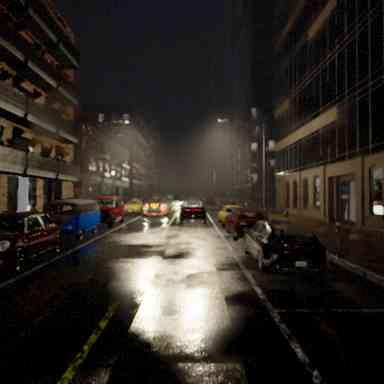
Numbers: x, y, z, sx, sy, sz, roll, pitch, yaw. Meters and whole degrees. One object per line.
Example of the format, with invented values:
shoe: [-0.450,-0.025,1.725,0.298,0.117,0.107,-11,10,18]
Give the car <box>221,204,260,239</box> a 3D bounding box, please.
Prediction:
car: [2.659,1.483,15.985,1.887,1.381,4.507,1,0,0]

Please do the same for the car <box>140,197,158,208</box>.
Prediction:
car: [-5.712,1.377,44.591,1.887,1.381,4.507,1,0,0]

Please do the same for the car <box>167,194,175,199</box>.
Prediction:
car: [-5.750,1.205,90.001,1.752,1.417,4.829,1,0,0]

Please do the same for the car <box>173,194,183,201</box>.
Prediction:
car: [-3.059,1.229,70.945,1.837,1.490,4.892,0,0,0]

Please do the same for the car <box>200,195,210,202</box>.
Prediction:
car: [2.615,1.296,67.267,1.887,1.381,4.507,1,0,0]

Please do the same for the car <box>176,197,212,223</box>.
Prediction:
car: [0.080,1.396,24.502,2.128,1.511,4.902,0,0,0]

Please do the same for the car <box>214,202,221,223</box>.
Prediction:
car: [2.654,1.441,21.853,1.752,1.417,4.829,1,0,0]

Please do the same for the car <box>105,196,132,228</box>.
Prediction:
car: [-5.688,1.231,21.800,2.192,1.841,5.009,1,0,0]

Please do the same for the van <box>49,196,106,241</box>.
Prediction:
van: [-5.684,1.279,16.103,1.690,1.788,3.998,1,0,0]

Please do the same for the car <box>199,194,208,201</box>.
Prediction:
car: [2.606,1.259,78.661,1.887,1.381,4.507,1,0,0]

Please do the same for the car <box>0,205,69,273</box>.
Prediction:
car: [-5.681,1.400,10.406,1.967,1.590,4.097,1,0,0]

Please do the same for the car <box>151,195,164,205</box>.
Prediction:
car: [-5.721,1.317,55.817,1.752,1.417,4.829,1,0,0]

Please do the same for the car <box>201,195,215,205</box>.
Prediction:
car: [2.629,1.394,50.171,1.802,1.307,4.206,1,0,0]

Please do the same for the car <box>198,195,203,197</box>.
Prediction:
car: [0.055,1.444,41.478,1.895,1.301,4.718,0,0,0]

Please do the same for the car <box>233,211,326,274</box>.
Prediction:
car: [2.664,1.511,10.288,2.008,1.369,4.403,1,0,0]

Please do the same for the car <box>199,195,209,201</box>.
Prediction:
car: [2.611,1.283,72.964,2.008,1.369,4.403,1,0,0]

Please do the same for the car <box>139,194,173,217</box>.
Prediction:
car: [-3.121,1.238,29.659,2.097,1.767,4.553,0,0,0]

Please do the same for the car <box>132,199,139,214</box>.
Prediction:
car: [-5.702,1.399,33.026,1.752,1.417,4.829,1,0,0]
